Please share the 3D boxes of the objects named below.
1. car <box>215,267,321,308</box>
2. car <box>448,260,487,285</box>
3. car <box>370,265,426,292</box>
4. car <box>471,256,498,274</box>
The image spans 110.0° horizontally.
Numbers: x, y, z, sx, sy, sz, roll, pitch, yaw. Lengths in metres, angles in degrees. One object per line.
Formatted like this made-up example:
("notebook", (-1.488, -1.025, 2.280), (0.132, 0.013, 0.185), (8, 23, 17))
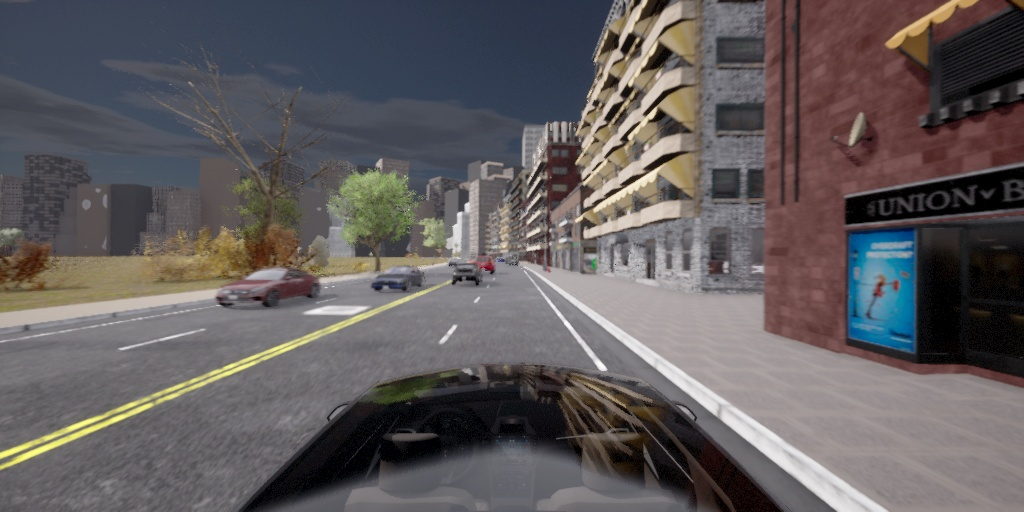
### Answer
("car", (-9.809, 1.209, 14.944), (1.812, 1.442, 4.674), (0, 0, 0))
("car", (-3.130, 1.256, 26.076), (1.837, 1.490, 4.892), (0, -1, 1))
("car", (-6.521, 1.266, 21.265), (2.033, 1.411, 5.357), (0, 0, 1))
("car", (-3.104, 0.996, 41.859), (2.150, 2.045, 5.566), (1, 0, 0))
